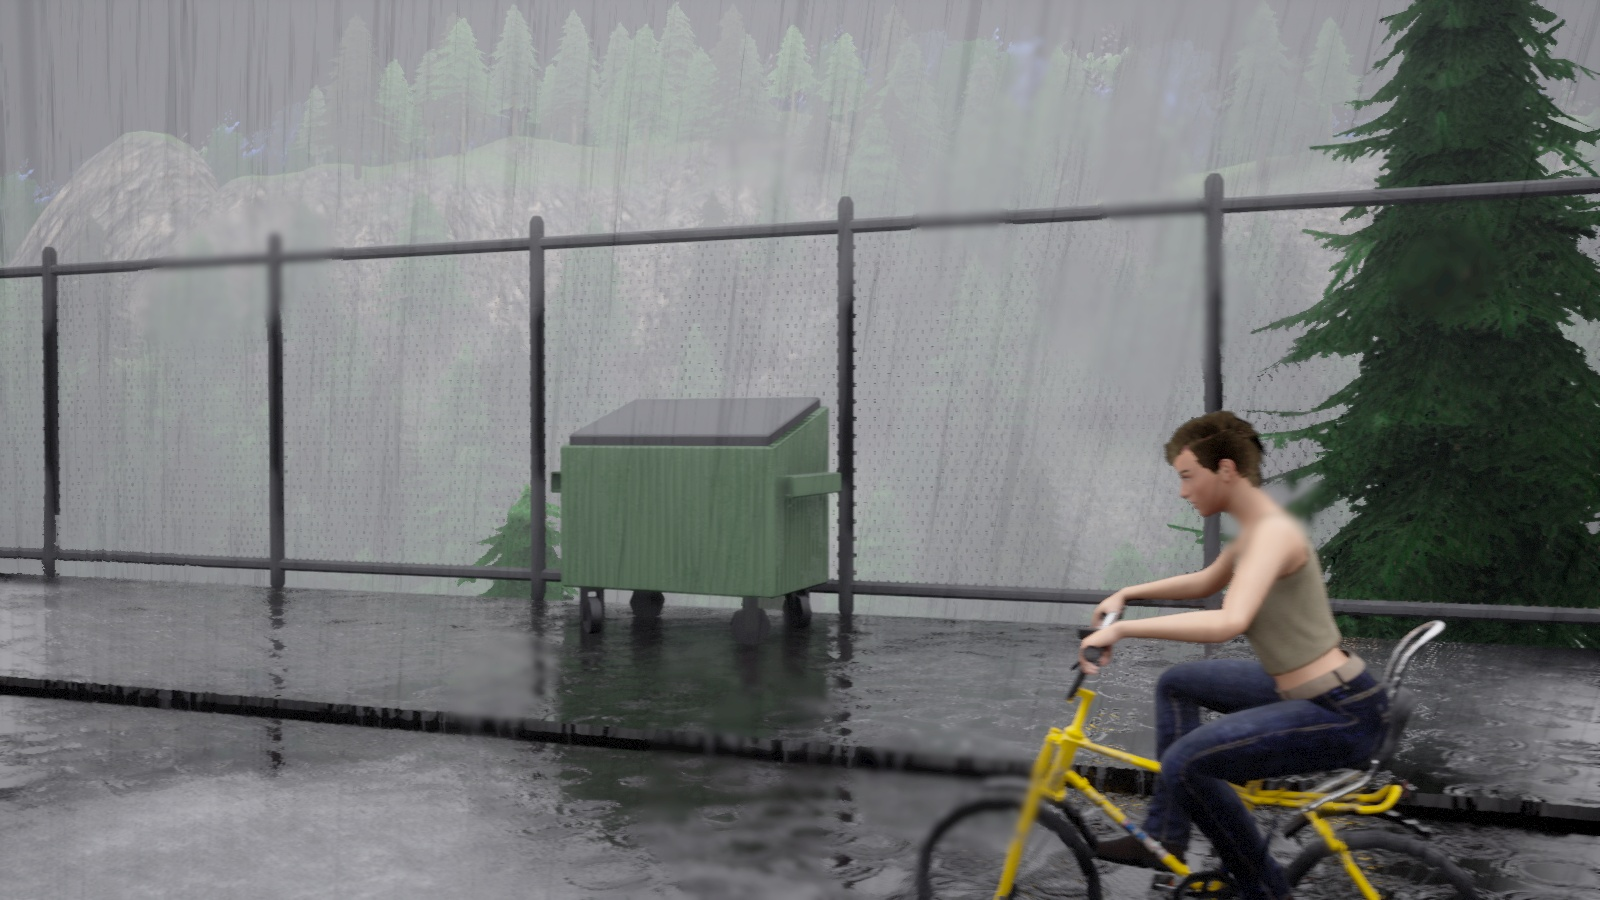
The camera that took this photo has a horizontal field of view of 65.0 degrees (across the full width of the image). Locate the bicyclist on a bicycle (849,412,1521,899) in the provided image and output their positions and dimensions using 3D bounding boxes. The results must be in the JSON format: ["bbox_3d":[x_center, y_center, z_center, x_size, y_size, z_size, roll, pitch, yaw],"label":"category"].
[{"bbox_3d":[0.981,0.711,3.388,1.509,1.612,0.866,1,1,19],"label":"bicyclist on a bicycle"}]
